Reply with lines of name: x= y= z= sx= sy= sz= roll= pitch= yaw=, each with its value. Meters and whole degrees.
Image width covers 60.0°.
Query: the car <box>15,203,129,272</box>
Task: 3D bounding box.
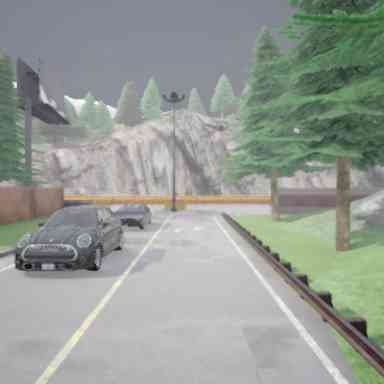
car: x=-3.592 y=1.258 z=10.547 sx=2.097 sy=1.767 sz=4.553 roll=0 pitch=1 yaw=0

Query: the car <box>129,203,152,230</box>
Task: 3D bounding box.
car: x=-3.523 y=1.366 z=20.120 sx=2.033 sy=1.411 sz=5.357 roll=0 pitch=1 yaw=0
